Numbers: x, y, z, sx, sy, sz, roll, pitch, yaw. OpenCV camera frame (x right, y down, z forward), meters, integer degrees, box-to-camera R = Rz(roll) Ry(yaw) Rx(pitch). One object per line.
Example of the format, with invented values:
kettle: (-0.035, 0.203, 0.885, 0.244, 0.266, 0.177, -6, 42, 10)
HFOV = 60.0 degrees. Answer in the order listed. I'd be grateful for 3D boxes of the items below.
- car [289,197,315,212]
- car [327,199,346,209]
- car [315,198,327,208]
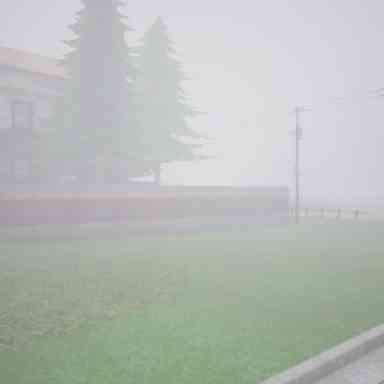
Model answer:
car: (10.935, 1.538, 37.576, 1.895, 1.301, 4.718, 0, 0, -36)
car: (16.407, 1.470, 41.958, 2.033, 1.411, 5.357, 0, 0, -36)
car: (13.206, 1.422, 40.412, 2.128, 1.511, 4.902, 0, 0, -36)
